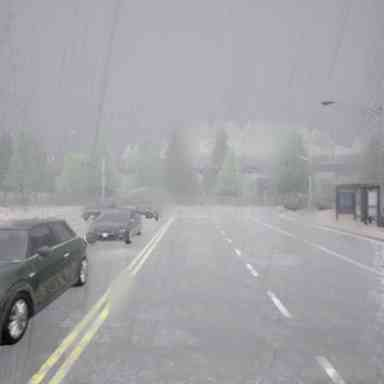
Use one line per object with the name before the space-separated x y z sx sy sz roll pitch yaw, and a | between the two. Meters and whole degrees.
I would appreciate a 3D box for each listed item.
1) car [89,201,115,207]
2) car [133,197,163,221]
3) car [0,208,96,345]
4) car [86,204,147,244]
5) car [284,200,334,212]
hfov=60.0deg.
car | -6.997 1.409 26.115 2.033 1.411 5.357 0 0 0
car | -3.497 1.224 26.145 2.097 1.767 4.553 0 0 0
car | -3.598 1.368 6.353 2.097 1.767 4.553 0 0 0
car | -3.585 1.544 16.138 1.837 1.490 4.892 0 0 0
car | 13.609 1.585 38.900 5.357 1.411 2.033 0 0 0
